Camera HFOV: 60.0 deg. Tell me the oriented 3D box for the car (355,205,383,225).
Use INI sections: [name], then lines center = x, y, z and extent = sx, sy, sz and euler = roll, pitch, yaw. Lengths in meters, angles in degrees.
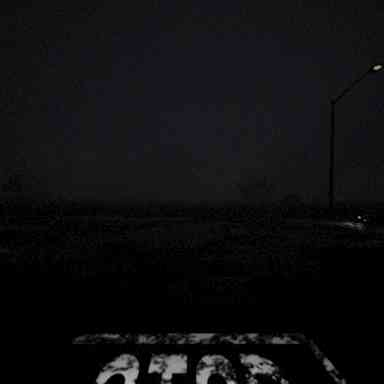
[car]
center = 14.053, 1.660, 23.942
extent = 4.181, 1.385, 1.994
euler = 0, 1, 0
